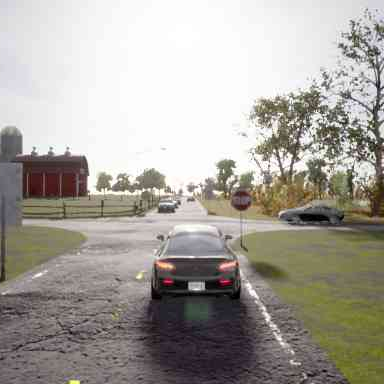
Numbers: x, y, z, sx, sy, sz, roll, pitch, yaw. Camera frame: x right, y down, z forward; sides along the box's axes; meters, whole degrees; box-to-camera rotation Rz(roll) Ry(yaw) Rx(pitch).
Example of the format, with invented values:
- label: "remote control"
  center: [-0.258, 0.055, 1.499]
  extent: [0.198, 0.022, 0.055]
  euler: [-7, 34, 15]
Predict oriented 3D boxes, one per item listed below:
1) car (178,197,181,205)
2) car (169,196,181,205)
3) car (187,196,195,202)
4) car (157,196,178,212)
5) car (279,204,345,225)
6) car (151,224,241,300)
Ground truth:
- label: "car"
  center: [-2.981, 1.587, 48.151]
  extent: [2.033, 1.411, 5.357]
  euler: [0, 0, 0]
- label: "car"
  center: [-2.996, 1.537, 60.427]
  extent: [1.882, 1.535, 5.008]
  euler: [0, 0, 0]
- label: "car"
  center: [-0.235, 1.650, 80.420]
  extent: [1.994, 1.385, 4.181]
  euler: [0, 0, 0]
- label: "car"
  center: [-2.920, 1.532, 38.365]
  extent: [1.837, 1.490, 4.892]
  euler: [0, 0, -1]
- label: "car"
  center: [9.221, 1.686, 25.741]
  extent: [4.902, 1.511, 2.128]
  euler: [1, -1, -1]
- label: "car"
  center: [0.072, 1.529, 8.290]
  extent: [1.812, 1.442, 4.674]
  euler: [0, 0, 0]
